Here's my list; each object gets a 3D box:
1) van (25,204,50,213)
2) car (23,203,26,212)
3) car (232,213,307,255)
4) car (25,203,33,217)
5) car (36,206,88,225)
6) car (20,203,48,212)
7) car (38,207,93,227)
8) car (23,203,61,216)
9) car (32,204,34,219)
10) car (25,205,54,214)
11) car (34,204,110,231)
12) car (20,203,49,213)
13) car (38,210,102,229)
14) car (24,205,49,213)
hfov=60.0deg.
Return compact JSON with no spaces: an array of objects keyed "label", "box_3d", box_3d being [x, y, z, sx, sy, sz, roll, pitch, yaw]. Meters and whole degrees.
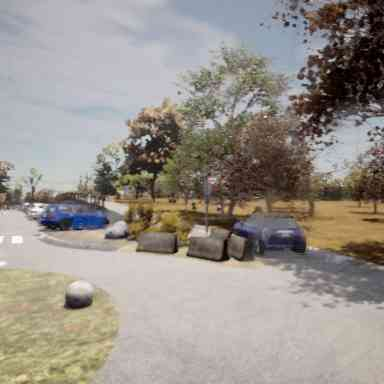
[{"label":"van","box_3d":[-33.857,3.613,72.876,1.878,1.987,4.442,-1,-4,42]},{"label":"car","box_3d":[-21.007,2.804,48.878,2.435,2.045,5.566,-1,-4,42]},{"label":"car","box_3d":[3.414,1.774,15.548,2.097,1.767,4.553,1,-1,-10]},{"label":"car","box_3d":[-18.178,2.628,43.514,2.435,2.045,5.566,-1,-3,42]},{"label":"car","box_3d":[-13.839,2.496,35.576,2.185,1.767,4.553,-1,-3,42]},{"label":"car","box_3d":[-38.223,3.841,80.791,2.435,2.045,5.566,-1,-4,42]},{"label":"car","box_3d":[-12.452,2.406,32.874,2.185,1.767,4.553,-1,-4,42]},{"label":"car","box_3d":[-26.745,3.151,59.515,2.435,2.045,5.566,-1,-4,42]},{"label":"car","box_3d":[-15.281,2.583,38.236,2.185,1.767,4.553,-1,-3,42]},{"label":"car","box_3d":[-29.656,3.447,64.784,2.185,1.767,4.553,-1,-4,42]},{"label":"car","box_3d":[-9.549,2.110,27.609,2.435,2.045,5.566,-1,-4,42]},{"label":"car","box_3d":[-36.807,3.752,78.079,2.435,2.045,5.566,-1,-3,42]},{"label":"car","box_3d":[-10.993,2.448,30.233,2.231,1.521,4.892,-1,-3,42]},{"label":"car","box_3d":[-35.340,3.795,75.461,2.185,1.767,4.553,-1,-3,42]}]
